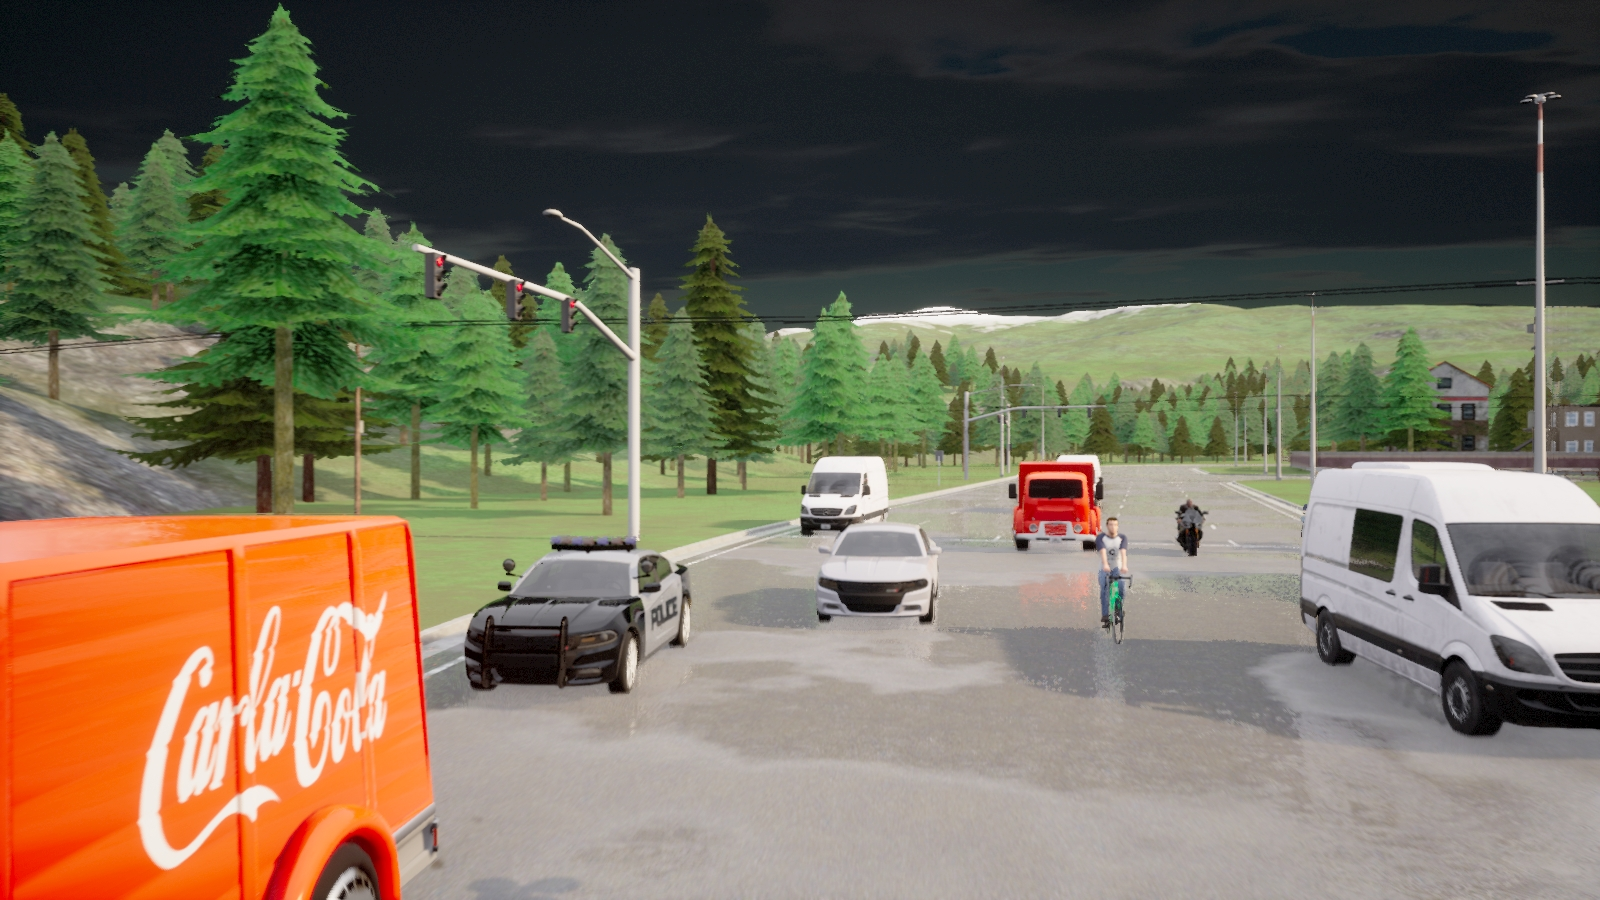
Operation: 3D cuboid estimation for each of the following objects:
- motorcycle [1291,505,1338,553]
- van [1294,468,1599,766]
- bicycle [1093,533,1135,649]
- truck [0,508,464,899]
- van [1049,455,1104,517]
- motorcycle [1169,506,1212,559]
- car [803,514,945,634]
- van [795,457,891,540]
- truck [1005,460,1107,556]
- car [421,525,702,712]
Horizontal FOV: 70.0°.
[{"bbox_3d":[14.318,2.177,31.835,0.803,1.199,2.033,0,0,13],"label":"motorcycle"},{"bbox_3d":[7.671,1.531,13.098,1.988,2.561,5.915,0,0,6],"label":"van"},{"bbox_3d":[4.640,2.050,16.933,0.373,1.496,1.643,0,0,7],"label":"bicycle"},{"bbox_3d":[-3.407,1.569,4.212,2.627,2.467,5.204,0,0,2],"label":"truck"},{"bbox_3d":[12.299,1.518,50.569,1.988,2.561,5.915,0,0,17],"label":"van"},{"bbox_3d":[10.438,2.196,30.625,0.867,1.251,2.209,0,0,13],"label":"motorcycle"},{"bbox_3d":[1.442,2.026,19.989,2.097,1.535,5.006,0,0,8],"label":"car"},{"bbox_3d":[1.560,1.520,38.579,1.988,2.561,5.915,0,0,15],"label":"van"},{"bbox_3d":[7.375,1.558,32.898,2.627,2.467,5.204,0,0,13],"label":"truck"},{"bbox_3d":[-2.797,1.975,14.886,2.097,1.638,5.238,0,0,6],"label":"car"}]
